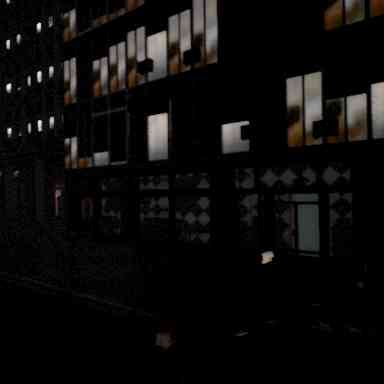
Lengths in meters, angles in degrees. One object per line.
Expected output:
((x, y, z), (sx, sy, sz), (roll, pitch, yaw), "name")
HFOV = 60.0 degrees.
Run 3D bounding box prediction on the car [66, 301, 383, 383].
((0.912, 1.546, 2.397), (4.507, 1.381, 1.887), (0, -1, 36), "car")
